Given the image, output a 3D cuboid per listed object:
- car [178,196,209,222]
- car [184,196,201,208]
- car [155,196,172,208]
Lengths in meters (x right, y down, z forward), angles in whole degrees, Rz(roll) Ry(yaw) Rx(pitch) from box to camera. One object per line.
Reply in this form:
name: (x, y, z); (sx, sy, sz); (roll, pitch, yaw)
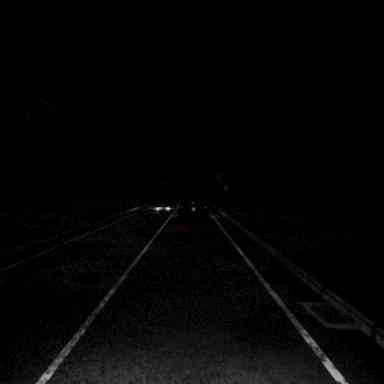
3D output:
car: (0.091, 1.162, 24.093); (2.097, 1.767, 4.553); (0, 0, 0)
car: (0.083, 1.235, 41.837); (1.994, 1.385, 4.181); (0, 0, 0)
car: (-3.615, 1.210, 42.923); (2.033, 1.411, 5.357); (0, 0, 0)
